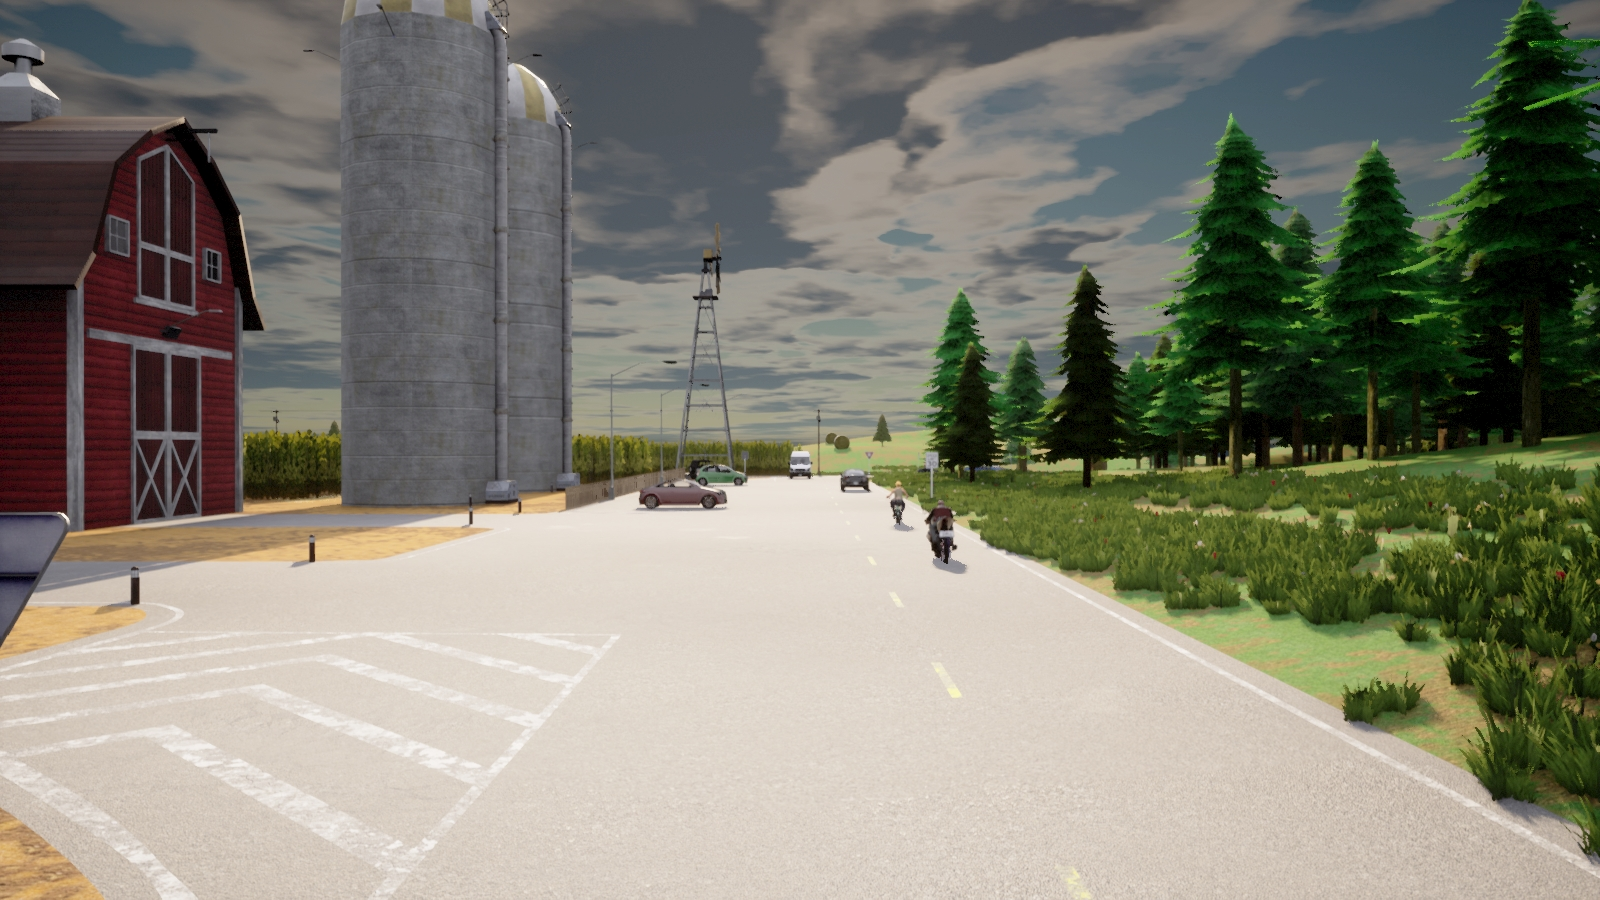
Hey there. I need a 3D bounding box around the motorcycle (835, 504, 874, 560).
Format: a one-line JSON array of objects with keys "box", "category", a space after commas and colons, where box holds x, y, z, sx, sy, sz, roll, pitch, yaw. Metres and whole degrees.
[{"box": [1.344, 2.021, 28.613, 0.867, 1.251, 2.209, 0, 0, 0], "category": "motorcycle"}]

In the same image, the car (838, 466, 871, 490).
[{"box": [3.606, 1.828, 76.157, 2.002, 1.442, 4.674, 0, 0, 0], "category": "car"}]
